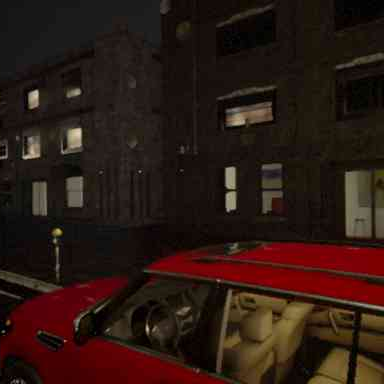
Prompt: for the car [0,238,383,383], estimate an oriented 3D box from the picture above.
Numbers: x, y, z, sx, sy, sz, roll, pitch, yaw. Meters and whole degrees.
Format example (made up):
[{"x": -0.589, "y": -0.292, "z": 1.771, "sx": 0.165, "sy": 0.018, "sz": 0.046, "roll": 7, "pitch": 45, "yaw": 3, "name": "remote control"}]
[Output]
[{"x": 0.481, "y": 1.314, "z": 2.550, "sx": 5.009, "sy": 1.841, "sz": 2.192, "roll": 0, "pitch": -1, "yaw": 36, "name": "car"}]
